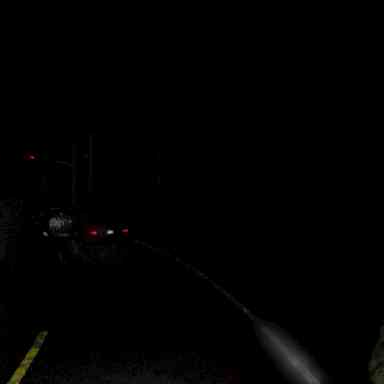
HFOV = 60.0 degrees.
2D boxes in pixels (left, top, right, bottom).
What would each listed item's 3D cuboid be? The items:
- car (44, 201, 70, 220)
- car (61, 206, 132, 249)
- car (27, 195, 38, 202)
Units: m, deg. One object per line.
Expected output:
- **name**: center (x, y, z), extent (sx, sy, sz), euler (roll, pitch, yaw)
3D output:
- **car**: center (-11.292, 1.493, 27.973), extent (2.128, 1.511, 4.902), euler (0, 0, -28)
- **car**: center (-4.255, 1.561, 14.726), extent (2.033, 1.411, 5.357), euler (0, 0, -28)
- **car**: center (-33.809, 1.445, 70.363), extent (1.812, 1.442, 4.674), euler (0, 0, -28)
